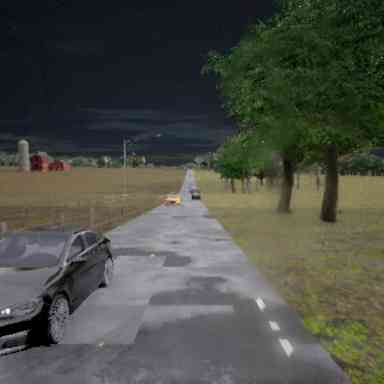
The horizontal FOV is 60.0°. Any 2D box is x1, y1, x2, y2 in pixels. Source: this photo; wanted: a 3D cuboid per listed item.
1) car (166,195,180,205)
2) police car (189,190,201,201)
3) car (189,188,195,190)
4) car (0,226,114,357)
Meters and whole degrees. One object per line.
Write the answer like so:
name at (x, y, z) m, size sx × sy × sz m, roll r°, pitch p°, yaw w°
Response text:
car at (-2.811, 1.174, 50.015) m, size 1.882 × 1.535 × 5.008 m, roll 0°, pitch 0°, yaw 0°
police car at (0.829, 0.893, 67.248) m, size 1.930 × 1.638 × 5.238 m, roll 0°, pitch 1°, yaw 0°
car at (0.830, 0.282, 83.153) m, size 2.150 × 2.045 × 5.566 m, roll 0°, pitch 2°, yaw 0°
car at (-2.850, 1.477, 6.390) m, size 2.128 × 1.511 × 4.902 m, roll 0°, pitch 0°, yaw 0°
